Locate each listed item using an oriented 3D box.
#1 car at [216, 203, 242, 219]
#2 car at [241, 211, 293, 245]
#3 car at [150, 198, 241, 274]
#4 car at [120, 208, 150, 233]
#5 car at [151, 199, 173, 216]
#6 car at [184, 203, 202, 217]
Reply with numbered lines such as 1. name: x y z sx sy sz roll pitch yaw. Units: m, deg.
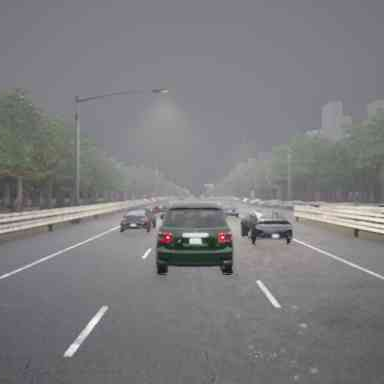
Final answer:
1. car: 3.595 1.866 33.602 2.033 1.411 5.357 0 0 0
2. car: 3.590 1.683 16.708 2.128 1.511 4.902 0 -1 0
3. car: 0.078 1.356 11.153 2.150 2.045 5.566 0 0 0
4. car: -3.407 1.763 21.582 1.812 1.442 4.674 0 0 0
5. car: -3.409 1.697 38.496 2.097 1.767 4.553 0 0 0
6. car: 0.092 1.938 37.106 1.895 1.301 4.718 0 0 0
